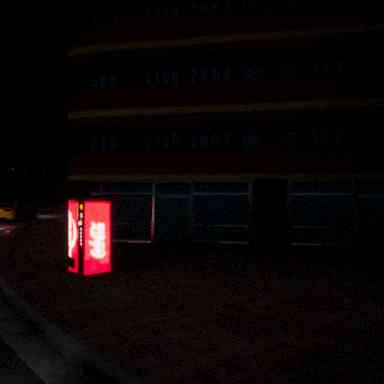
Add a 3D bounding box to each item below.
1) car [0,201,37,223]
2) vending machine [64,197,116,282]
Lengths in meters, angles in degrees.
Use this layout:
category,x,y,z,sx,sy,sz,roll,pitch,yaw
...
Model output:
category,x,y,z,sx,sy,sz,roll,pitch,yaw
car,-13.633,1.467,25.560,1.882,1.535,5.008,0,0,-4
vending machine,-2.762,1.192,8.985,1.100,2.100,0.880,0,0,-38
